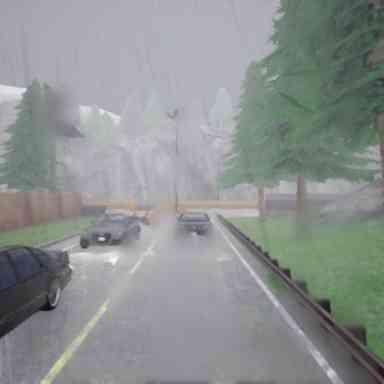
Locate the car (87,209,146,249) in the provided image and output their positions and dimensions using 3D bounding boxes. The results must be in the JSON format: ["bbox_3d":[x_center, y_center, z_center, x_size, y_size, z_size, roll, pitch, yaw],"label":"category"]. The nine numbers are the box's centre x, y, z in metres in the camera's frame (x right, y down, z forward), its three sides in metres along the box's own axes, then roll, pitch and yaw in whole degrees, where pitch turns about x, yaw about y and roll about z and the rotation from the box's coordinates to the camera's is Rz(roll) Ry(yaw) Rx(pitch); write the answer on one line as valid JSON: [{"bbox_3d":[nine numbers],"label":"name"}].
[{"bbox_3d":[-3.562,1.689,15.174,1.994,1.385,4.181,0,0,1],"label":"car"}]

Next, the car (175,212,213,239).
[{"bbox_3d":[0.095,1.751,18.278,1.895,1.301,4.718,0,0,0],"label":"car"}]

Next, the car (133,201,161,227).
[{"bbox_3d":[-3.507,1.607,24.783,2.097,1.767,4.553,0,0,0],"label":"car"}]

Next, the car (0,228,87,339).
[{"bbox_3d":[-3.578,1.591,5.212,2.033,1.411,5.357,0,0,0],"label":"car"}]
